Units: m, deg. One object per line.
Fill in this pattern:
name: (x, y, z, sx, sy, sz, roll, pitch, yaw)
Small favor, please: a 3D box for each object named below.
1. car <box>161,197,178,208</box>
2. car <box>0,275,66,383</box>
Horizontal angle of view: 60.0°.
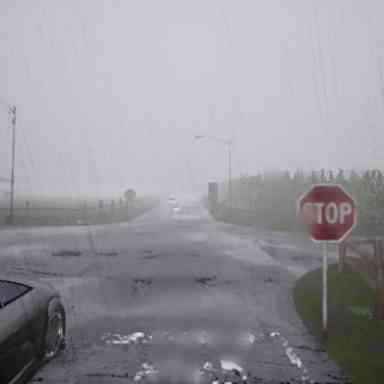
car: (-2.853, 1.349, 43.684, 1.812, 1.442, 4.674, 0, 0, 0)
car: (-2.755, 1.550, 3.001, 1.994, 1.385, 4.181, 0, 0, 0)
